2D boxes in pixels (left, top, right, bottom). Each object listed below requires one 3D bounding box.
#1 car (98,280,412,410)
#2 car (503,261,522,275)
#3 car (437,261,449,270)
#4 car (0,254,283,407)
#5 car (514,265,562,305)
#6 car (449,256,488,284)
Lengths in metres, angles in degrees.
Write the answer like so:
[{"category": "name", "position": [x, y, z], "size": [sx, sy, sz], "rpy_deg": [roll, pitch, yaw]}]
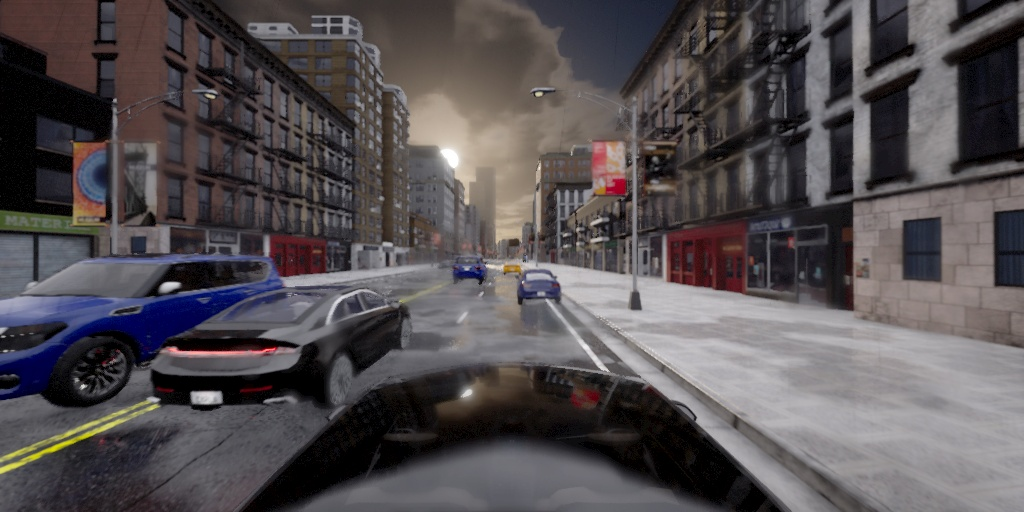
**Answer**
[{"category": "car", "position": [-3.150, 1.250, 6.123], "size": [2.128, 1.511, 4.902], "rpy_deg": [0, 0, 0]}, {"category": "car", "position": [0.050, 1.289, 40.486], "size": [1.882, 1.535, 5.008], "rpy_deg": [0, 0, 1]}, {"category": "car", "position": [-9.822, 1.396, 53.661], "size": [1.994, 1.385, 4.181], "rpy_deg": [0, 0, 0]}, {"category": "car", "position": [-6.601, 0.981, 6.588], "size": [2.150, 2.045, 5.566], "rpy_deg": [0, 0, 0]}, {"category": "car", "position": [1.138, 1.302, 16.174], "size": [1.812, 1.442, 4.674], "rpy_deg": [0, 0, 0]}, {"category": "car", "position": [-3.148, 1.015, 27.623], "size": [2.150, 2.045, 5.566], "rpy_deg": [0, 0, 0]}]
